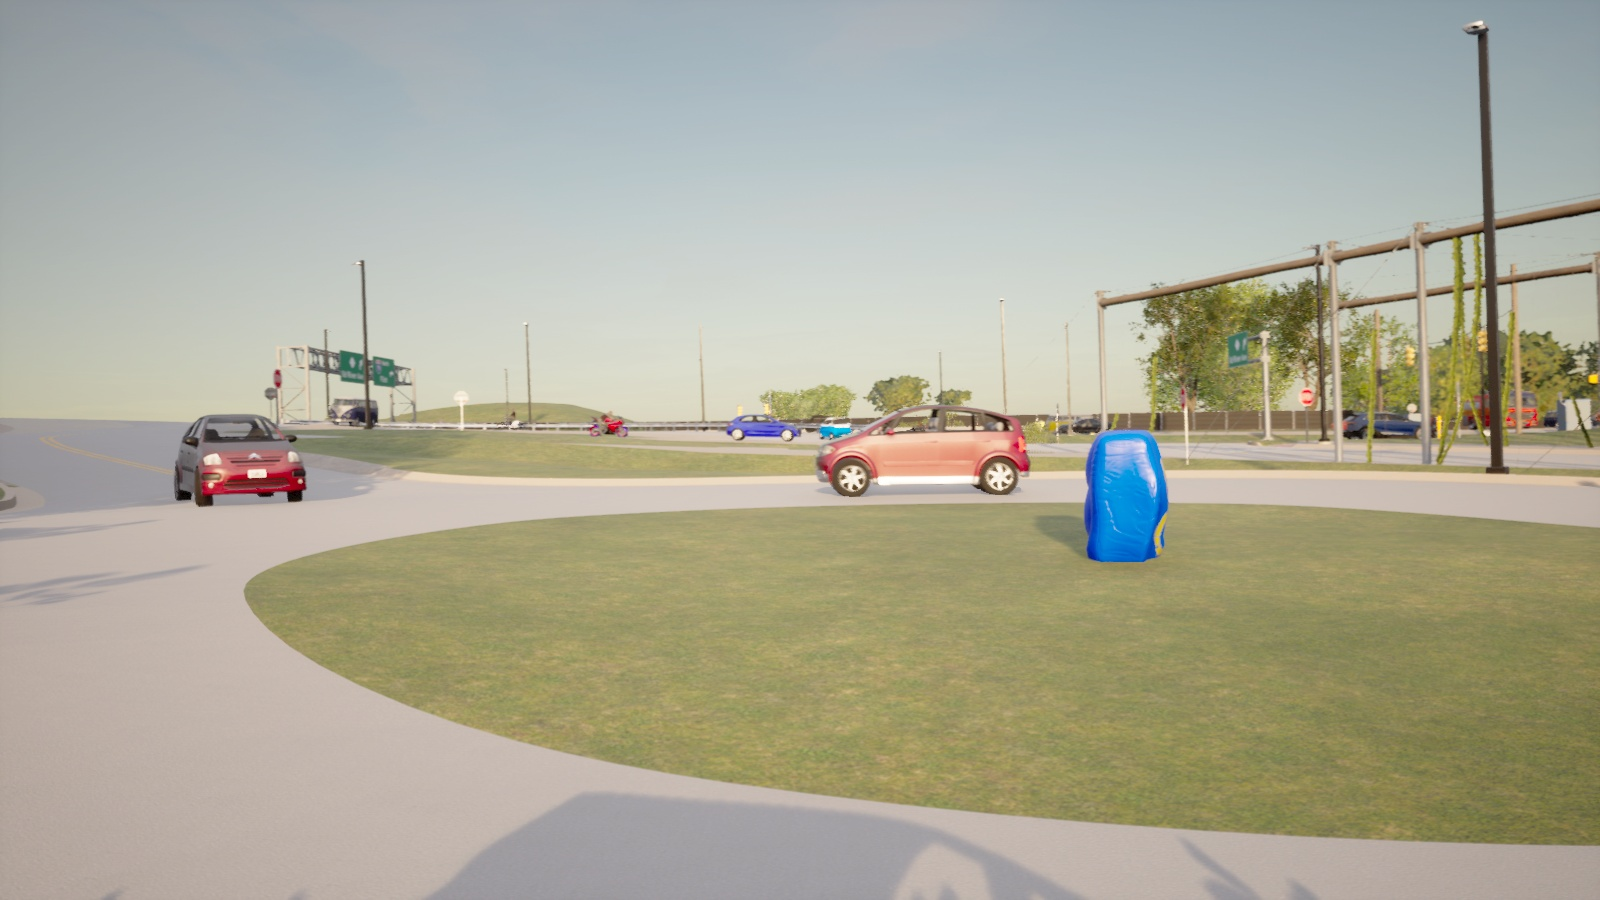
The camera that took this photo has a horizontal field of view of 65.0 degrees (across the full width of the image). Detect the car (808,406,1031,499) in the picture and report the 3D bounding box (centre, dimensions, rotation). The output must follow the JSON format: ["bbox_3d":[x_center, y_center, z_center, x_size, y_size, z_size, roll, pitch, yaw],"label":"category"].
[{"bbox_3d":[2.019,0.018,21.981,3.705,1.549,1.789,0,1,-1],"label":"car"}]

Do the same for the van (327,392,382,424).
[{"bbox_3d":[-29.597,-2.752,83.560,1.775,1.987,4.442,2,1,4],"label":"van"}]

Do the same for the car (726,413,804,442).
[{"bbox_3d":[-1.914,-1.259,69.832,4.193,1.474,1.816,2,0,2],"label":"car"}]

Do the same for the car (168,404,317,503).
[{"bbox_3d":[-10.164,0.022,22.746,1.851,1.617,3.988,-2,1,-32],"label":"car"}]

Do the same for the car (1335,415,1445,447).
[{"bbox_3d":[31.216,-1.001,66.546,4.856,1.649,2.033,0,0,2],"label":"car"}]

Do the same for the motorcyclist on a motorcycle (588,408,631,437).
[{"bbox_3d":[-10.646,-1.534,70.344,2.191,1.530,0.866,2,0,4],"label":"motorcyclist on a motorcycle"}]

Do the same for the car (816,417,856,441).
[{"bbox_3d":[2.214,-1.310,76.788,1.481,1.376,2.207,-2,3,-32],"label":"car"}]
